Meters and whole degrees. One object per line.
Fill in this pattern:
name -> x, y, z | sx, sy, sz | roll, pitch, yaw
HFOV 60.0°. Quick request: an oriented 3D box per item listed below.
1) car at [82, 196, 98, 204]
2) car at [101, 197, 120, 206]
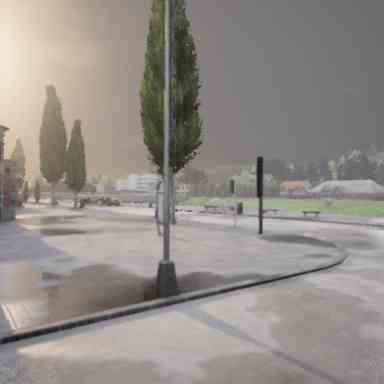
car -> -19.203, 1.540, 62.608 | 2.128, 1.511, 4.902 | 0, 0, -36
car -> -13.221, 1.574, 54.234 | 1.812, 1.442, 4.674 | 0, 0, -35
